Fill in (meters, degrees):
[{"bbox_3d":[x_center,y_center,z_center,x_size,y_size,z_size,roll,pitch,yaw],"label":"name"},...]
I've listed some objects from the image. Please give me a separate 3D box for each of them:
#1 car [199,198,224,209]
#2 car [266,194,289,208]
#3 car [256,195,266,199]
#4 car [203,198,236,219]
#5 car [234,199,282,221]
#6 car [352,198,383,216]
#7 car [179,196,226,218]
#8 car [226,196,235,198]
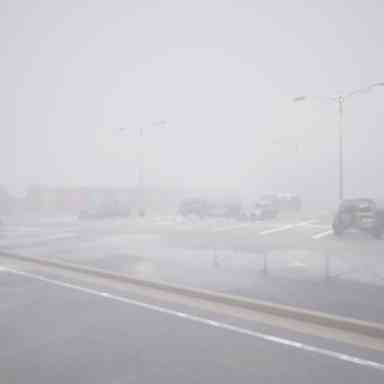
[{"bbox_3d":[2.844,1.588,47.259,1.784,1.438,3.905,0,0,36],"label":"car"},{"bbox_3d":[15.413,1.359,59.709,1.905,1.878,3.866,0,0,36],"label":"car"},{"bbox_3d":[13.076,1.618,61.415,1.970,1.475,3.806,0,0,36],"label":"car"},{"bbox_3d":[3.013,1.513,28.521,1.784,1.438,3.905,0,0,36],"label":"car"},{"bbox_3d":[5.357,1.525,26.821,1.970,1.475,3.806,0,0,36],"label":"car"},{"bbox_3d":[18.888,1.485,35.667,1.970,1.475,3.806,0,0,36],"label":"car"},{"bbox_3d":[0.810,1.321,30.055,1.932,1.855,4.605,0,0,36],"label":"car"},{"bbox_3d":[5.151,1.357,45.508,1.932,1.855,4.605,0,0,36],"label":"car"}]
